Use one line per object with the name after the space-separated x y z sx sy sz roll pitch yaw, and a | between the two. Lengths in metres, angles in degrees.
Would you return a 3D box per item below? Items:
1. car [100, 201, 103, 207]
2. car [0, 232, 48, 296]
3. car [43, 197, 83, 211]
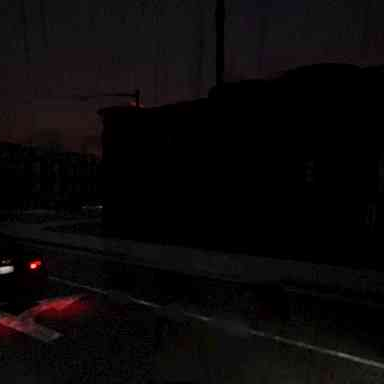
-12.254 1.591 51.931 1.994 1.385 4.181 0 0 36 | car
-5.571 1.553 7.942 5.357 1.411 2.033 0 0 38 | car
-15.868 1.376 40.890 2.097 1.767 4.553 0 0 36 | car
